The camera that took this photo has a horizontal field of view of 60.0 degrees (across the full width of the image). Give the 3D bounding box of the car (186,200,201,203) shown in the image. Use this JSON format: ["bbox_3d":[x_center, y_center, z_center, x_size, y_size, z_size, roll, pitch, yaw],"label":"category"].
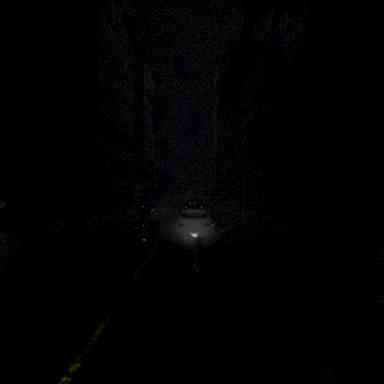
[{"bbox_3d":[0.109,1.420,30.653,1.812,1.442,4.674,0,0,0],"label":"car"}]

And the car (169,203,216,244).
[{"bbox_3d":[0.101,1.475,15.465,1.812,1.442,4.674,0,0,0],"label":"car"}]

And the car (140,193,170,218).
[{"bbox_3d":[-3.083,1.121,28.991,2.150,2.045,5.566,0,0,0],"label":"car"}]
